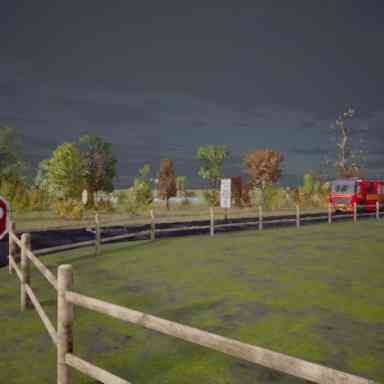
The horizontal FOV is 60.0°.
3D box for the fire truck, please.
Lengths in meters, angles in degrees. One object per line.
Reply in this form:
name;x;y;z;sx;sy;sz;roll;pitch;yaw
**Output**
fire truck;18.891;0.346;37.115;8.468;3.827;2.891;0;0;-37
